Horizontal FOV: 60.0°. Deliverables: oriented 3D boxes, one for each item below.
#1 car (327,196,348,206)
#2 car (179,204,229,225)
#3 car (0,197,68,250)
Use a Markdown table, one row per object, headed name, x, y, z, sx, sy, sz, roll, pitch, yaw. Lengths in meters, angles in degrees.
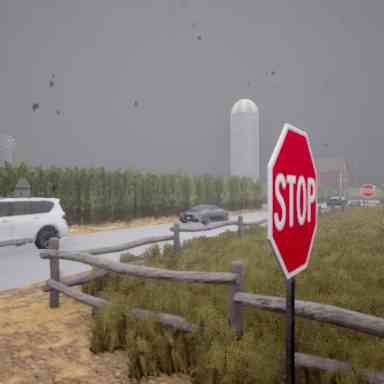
| name | x | y | z | sx | sy | sz | roll | pitch | yaw |
| --- | --- | --- | --- | --- | --- | --- | --- | --- | --- |
| car | 19.029 | 1.304 | 43.543 | 1.837 | 1.490 | 4.892 | 0 | 0 | 36 |
| car | 0.925 | 1.556 | 23.844 | 1.994 | 1.385 | 4.181 | 0 | 0 | 36 |
| car | -7.257 | 1.222 | 12.126 | 2.150 | 2.045 | 5.566 | 0 | 0 | 32 |
